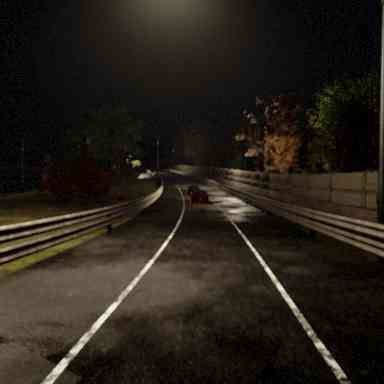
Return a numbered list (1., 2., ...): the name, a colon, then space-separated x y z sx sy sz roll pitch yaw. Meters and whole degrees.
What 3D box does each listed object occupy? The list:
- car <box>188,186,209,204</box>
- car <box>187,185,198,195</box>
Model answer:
1. car: 0.832 0.476 37.810 1.882 1.535 5.008 0 4 -2
2. car: 0.290 -0.303 49.242 1.812 1.442 4.674 0 5 -4
